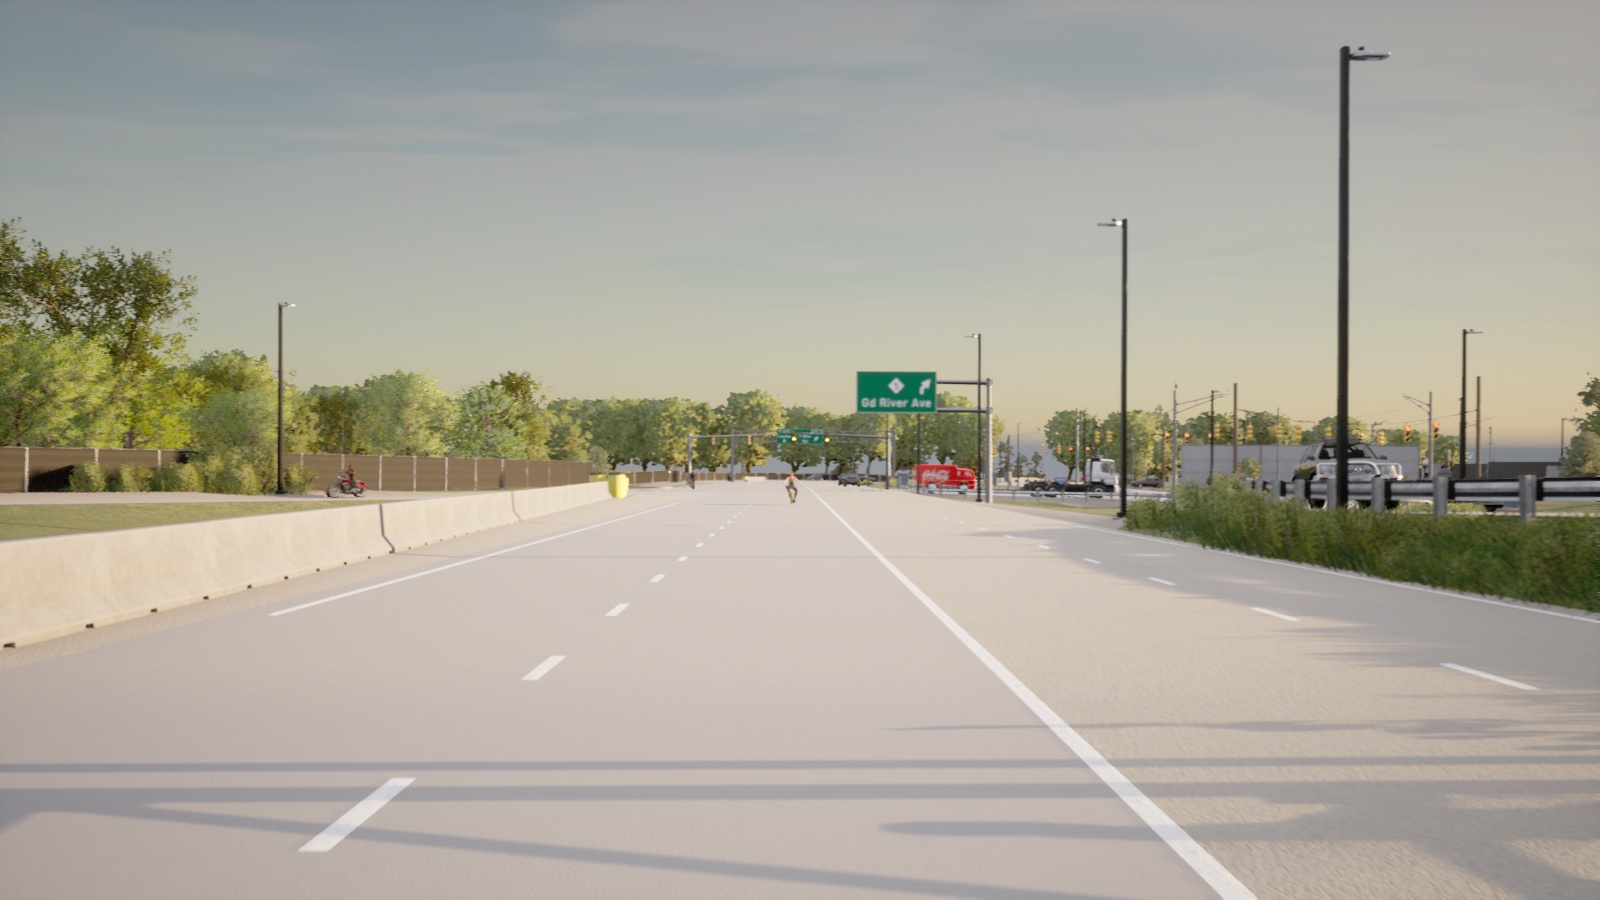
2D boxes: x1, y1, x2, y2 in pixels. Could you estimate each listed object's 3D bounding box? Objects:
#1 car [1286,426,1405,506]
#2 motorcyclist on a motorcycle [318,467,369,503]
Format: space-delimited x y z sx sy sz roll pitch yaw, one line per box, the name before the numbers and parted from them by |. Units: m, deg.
car | 13.586 0.474 31.549 1.932 1.855 4.605 0 -2 13
motorcyclist on a motorcycle | -21.037 1.615 57.953 0.766 1.649 2.350 0 -1 24
